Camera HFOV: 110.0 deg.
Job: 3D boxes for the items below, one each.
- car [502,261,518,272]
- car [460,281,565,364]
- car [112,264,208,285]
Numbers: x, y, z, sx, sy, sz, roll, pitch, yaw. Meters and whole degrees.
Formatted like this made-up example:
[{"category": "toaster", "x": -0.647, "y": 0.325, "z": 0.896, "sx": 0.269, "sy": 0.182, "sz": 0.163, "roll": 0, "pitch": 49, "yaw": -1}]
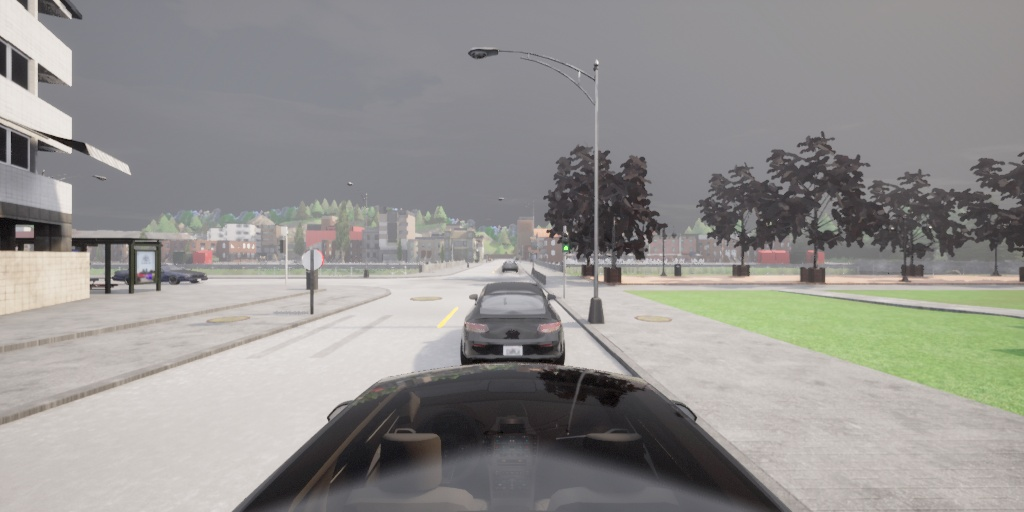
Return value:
[{"category": "car", "x": -0.267, "y": 1.305, "z": 46.530, "sx": 1.994, "sy": 1.385, "sz": 4.181, "roll": 0, "pitch": 0, "yaw": -1}, {"category": "car", "x": 0.012, "y": 1.275, "z": 7.761, "sx": 1.812, "sy": 1.442, "sz": 4.674, "roll": 0, "pitch": 0, "yaw": 0}, {"category": "car", "x": -24.727, "y": 1.293, "z": 25.269, "sx": 5.357, "sy": 1.411, "sz": 2.033, "roll": 0, "pitch": 0, "yaw": 0}]
